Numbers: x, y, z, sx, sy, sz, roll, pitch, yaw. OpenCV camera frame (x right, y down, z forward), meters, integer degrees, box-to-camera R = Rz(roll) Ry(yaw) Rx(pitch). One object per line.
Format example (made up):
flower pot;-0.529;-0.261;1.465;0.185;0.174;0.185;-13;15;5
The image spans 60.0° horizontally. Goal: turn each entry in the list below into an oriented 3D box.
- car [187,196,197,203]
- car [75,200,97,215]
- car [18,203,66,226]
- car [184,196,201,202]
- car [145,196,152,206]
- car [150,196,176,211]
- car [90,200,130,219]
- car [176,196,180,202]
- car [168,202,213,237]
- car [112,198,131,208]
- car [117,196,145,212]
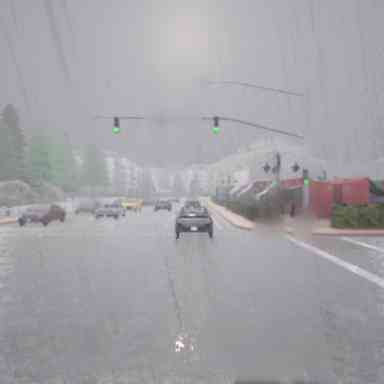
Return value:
car;0.012;1.582;68.583;1.994;1.385;4.181;0;0;0
car;-10.587;1.565;34.509;1.812;1.442;4.674;0;0;0
car;-10.625;1.562;24.011;1.812;1.442;4.674;0;0;1
car;0.106;1.522;40.448;1.837;1.490;4.892;0;0;0
car;-7.041;1.387;52.653;2.097;1.767;4.553;0;0;1
car;-3.393;1.516;40.292;2.128;1.511;4.902;0;0;0
car;-7.085;1.631;29.298;1.895;1.301;4.718;0;0;0
car;-3.488;1.575;68.393;2.033;1.411;5.357;0;0;0
car;0.101;1.492;17.709;2.128;1.511;4.902;0;-1;0
car;-10.555;1.605;49.935;1.994;1.385;4.181;0;0;0
car;-7.077;1.510;38.533;1.882;1.535;5.008;0;0;0
